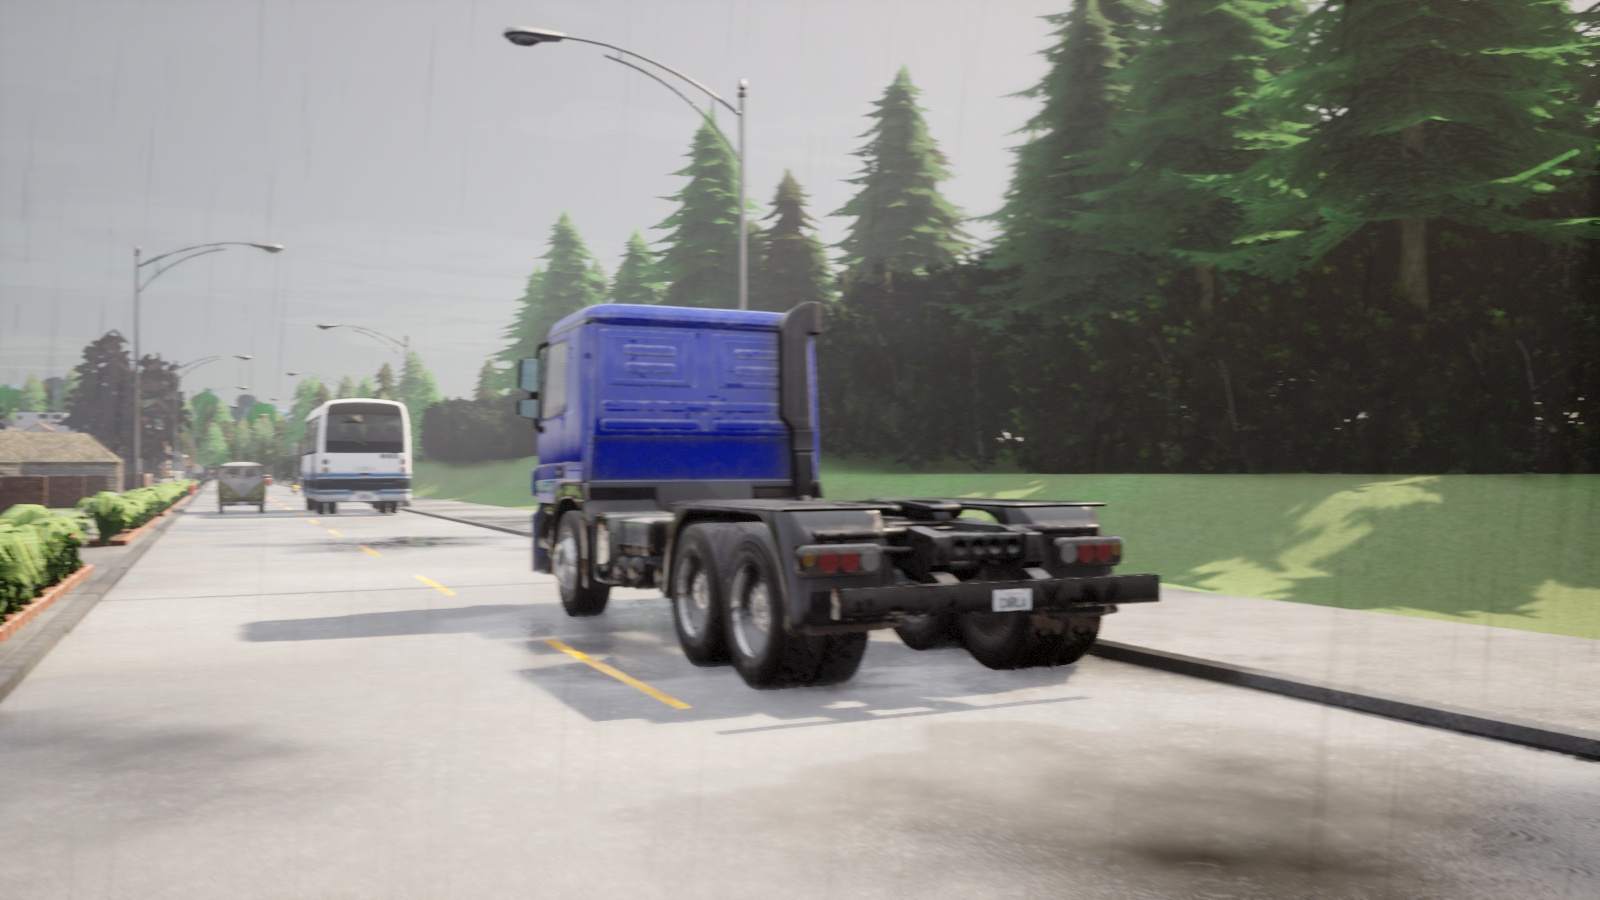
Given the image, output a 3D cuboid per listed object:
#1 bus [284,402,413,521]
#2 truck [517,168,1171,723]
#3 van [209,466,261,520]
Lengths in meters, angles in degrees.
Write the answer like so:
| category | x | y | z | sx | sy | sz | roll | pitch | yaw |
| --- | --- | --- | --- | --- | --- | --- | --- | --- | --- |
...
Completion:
| category | x | y | z | sx | sy | sz | roll | pitch | yaw |
| --- | --- | --- | --- | --- | --- | --- | --- | --- | --- |
| bus | -18.325 | 0.502 | 50.416 | 3.944 | 4.253 | 10.273 | 0 | -1 | -25 |
| truck | -0.356 | 0.043 | 12.042 | 2.891 | 3.462 | 7.936 | 0 | -1 | -26 |
| van | -22.161 | 1.652 | 49.183 | 1.775 | 1.987 | 4.442 | 0 | -1 | -25 |
